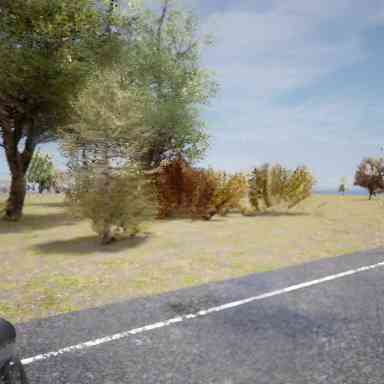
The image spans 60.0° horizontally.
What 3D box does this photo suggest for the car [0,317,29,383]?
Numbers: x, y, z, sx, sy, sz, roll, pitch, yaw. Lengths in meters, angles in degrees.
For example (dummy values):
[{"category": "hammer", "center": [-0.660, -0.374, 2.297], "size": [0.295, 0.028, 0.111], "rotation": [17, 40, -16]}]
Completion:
[{"category": "car", "center": [-3.414, 1.522, 1.407], "size": [4.892, 1.490, 1.837], "rotation": [0, 0, -36]}]
